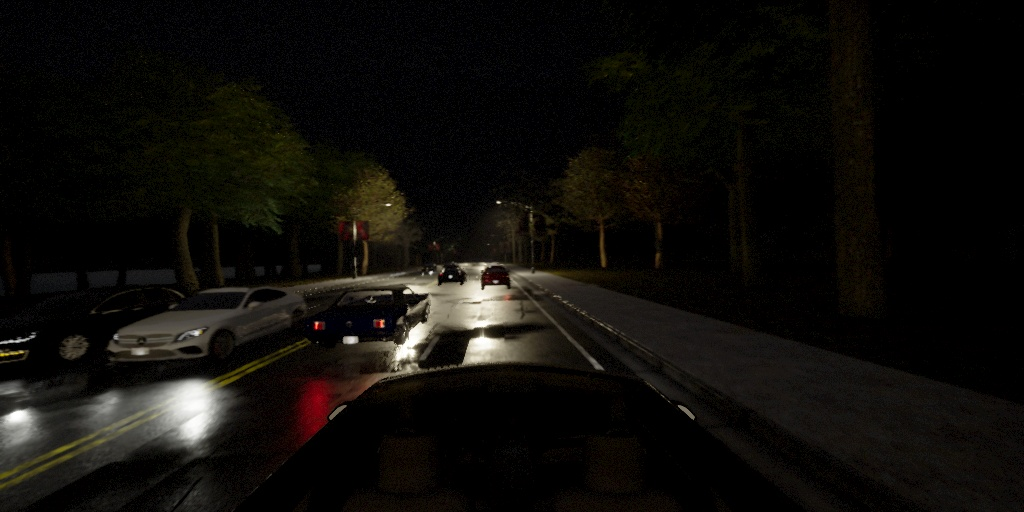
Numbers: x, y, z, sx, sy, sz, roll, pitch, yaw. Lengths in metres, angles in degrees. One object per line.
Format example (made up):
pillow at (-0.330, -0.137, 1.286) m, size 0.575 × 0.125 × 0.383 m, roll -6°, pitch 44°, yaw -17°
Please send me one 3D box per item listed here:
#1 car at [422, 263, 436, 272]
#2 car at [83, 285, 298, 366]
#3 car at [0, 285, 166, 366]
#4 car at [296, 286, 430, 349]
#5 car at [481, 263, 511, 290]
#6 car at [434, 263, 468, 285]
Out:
car at (-13.117, 1.802, 57.286) m, size 2.033 × 1.411 × 5.357 m, roll -2°, pitch 0°, yaw -4°
car at (-6.877, 1.473, 8.823) m, size 1.812 × 1.442 × 4.674 m, roll -2°, pitch 0°, yaw -3°
car at (-10.137, 1.543, 8.894) m, size 1.837 × 1.490 × 4.892 m, roll -2°, pitch 0°, yaw -3°
car at (-3.467, 1.455, 9.632) m, size 1.895 × 1.301 × 4.718 m, roll -2°, pitch 0°, yaw -3°
car at (-1.059, 1.338, 23.386) m, size 1.812 × 1.442 × 4.674 m, roll -2°, pitch 0°, yaw -3°
car at (-4.593, 1.486, 28.065) m, size 1.994 × 1.385 × 4.181 m, roll -2°, pitch 0°, yaw -4°
